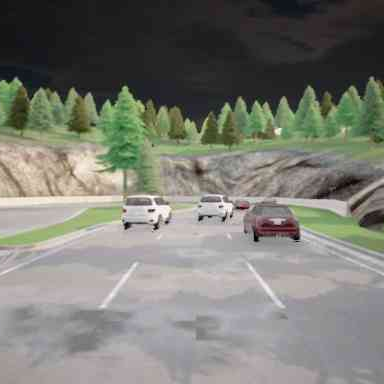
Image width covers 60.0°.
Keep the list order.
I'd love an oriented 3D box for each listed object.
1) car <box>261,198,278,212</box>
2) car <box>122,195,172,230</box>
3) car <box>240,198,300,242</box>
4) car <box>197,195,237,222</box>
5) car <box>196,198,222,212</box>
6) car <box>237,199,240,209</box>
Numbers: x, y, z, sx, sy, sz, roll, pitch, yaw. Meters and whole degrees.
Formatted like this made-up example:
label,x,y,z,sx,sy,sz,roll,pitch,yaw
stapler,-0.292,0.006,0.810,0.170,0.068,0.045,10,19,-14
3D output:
label,x,y,z,sx,sy,sz,roll,pitch,yaw
car,9.341,1.486,40.049,1.882,1.535,5.008,0,0,15
car,-2.775,1.226,21.397,2.150,2.045,5.566,0,0,7
car,3.833,1.356,16.665,2.097,1.767,4.553,0,0,2
car,1.997,1.228,26.916,2.150,2.045,5.566,0,0,15
car,2.125,1.500,40.317,2.128,1.511,4.902,0,0,15
car,6.176,1.573,42.220,1.994,1.385,4.181,0,0,11
